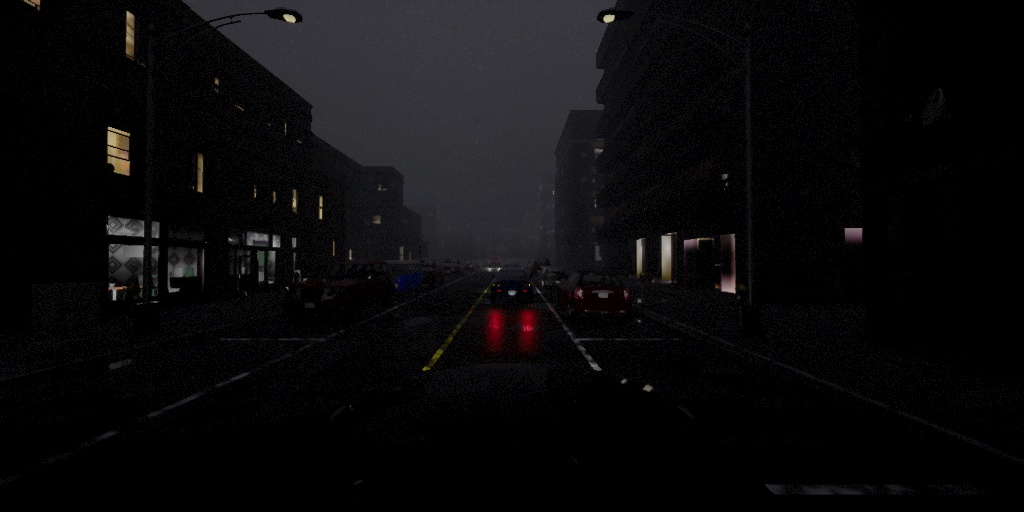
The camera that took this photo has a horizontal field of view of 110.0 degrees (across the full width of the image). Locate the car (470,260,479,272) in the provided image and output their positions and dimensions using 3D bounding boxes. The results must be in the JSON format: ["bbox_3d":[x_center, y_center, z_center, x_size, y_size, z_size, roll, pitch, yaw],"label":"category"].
[{"bbox_3d":[-5.689,1.198,45.011,1.967,1.591,4.097,0,0,0],"label":"car"}]

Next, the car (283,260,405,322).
[{"bbox_3d":[-5.689,1.065,12.568,2.192,1.841,5.009,0,0,0],"label":"car"}]

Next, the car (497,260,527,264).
[{"bbox_3d":[0.000,1.320,31.505,2.033,1.411,5.357,0,0,0],"label":"car"}]

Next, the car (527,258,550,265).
[{"bbox_3d":[2.691,1.071,34.189,2.192,1.841,5.009,0,0,0],"label":"car"}]

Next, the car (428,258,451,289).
[{"bbox_3d":[-5.689,1.068,23.382,2.192,1.841,5.009,0,0,0],"label":"car"}]

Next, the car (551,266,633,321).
[{"bbox_3d":[2.692,1.190,12.561,1.967,1.591,4.097,0,0,0],"label":"car"}]

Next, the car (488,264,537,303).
[{"bbox_3d":[0.000,1.286,16.502,1.812,1.442,4.674,0,0,0],"label":"car"}]

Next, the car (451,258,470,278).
[{"bbox_3d":[-5.689,1.071,34.196,2.192,1.841,5.009,0,0,0],"label":"car"}]

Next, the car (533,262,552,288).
[{"bbox_3d":[2.692,1.304,23.375,2.007,1.370,4.403,0,0,0],"label":"car"}]

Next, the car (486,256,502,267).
[{"bbox_3d":[-3.000,1.090,63.481,2.150,2.045,5.566,0,0,0],"label":"car"}]

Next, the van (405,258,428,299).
[{"bbox_3d":[-5.689,1.093,17.975,1.690,1.789,3.998,0,0,0],"label":"van"}]

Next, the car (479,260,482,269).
[{"bbox_3d":[-5.690,1.311,55.825,2.007,1.370,4.403,0,0,0],"label":"car"}]
